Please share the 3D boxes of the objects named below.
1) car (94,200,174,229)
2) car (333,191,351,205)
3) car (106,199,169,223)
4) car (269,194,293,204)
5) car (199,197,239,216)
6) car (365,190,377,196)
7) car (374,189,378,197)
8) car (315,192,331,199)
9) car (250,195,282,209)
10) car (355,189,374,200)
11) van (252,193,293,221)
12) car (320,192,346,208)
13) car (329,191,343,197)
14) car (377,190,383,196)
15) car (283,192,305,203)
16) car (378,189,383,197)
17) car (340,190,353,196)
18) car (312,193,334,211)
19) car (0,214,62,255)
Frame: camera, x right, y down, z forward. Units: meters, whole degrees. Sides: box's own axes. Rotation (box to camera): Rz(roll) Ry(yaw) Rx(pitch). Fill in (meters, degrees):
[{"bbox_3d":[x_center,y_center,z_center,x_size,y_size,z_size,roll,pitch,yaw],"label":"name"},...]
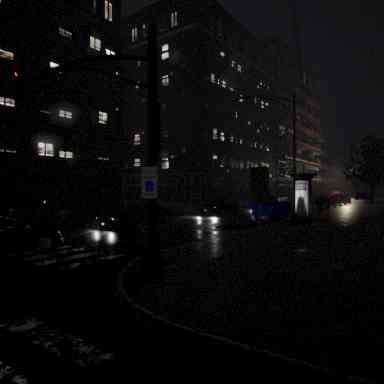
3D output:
[{"bbox_3d":[-3.335,1.321,20.343,2.033,1.411,5.357,0,1,36],"label":"car"},{"bbox_3d":[18.861,0.922,42.091,1.947,1.339,4.313,1,1,36],"label":"car"},{"bbox_3d":[-3.804,1.281,23.909,1.887,1.381,4.507,1,1,36],"label":"car"},{"bbox_3d":[12.601,0.931,46.885,1.802,1.307,4.206,1,1,36],"label":"car"},{"bbox_3d":[2.418,1.164,28.398,1.812,1.442,4.674,0,1,35],"label":"car"},{"bbox_3d":[44.241,0.215,82.067,1.994,1.385,4.181,0,1,36],"label":"car"},{"bbox_3d":[31.998,0.589,60.490,1.887,1.381,4.507,1,1,36],"label":"car"},{"bbox_3d":[25.724,0.620,65.265,1.802,1.307,4.206,1,1,36],"label":"car"},{"bbox_3d":[8.217,1.065,36.519,1.994,1.385,4.181,0,1,35],"label":"car"},{"bbox_3d":[28.714,0.563,55.888,1.967,1.590,4.097,1,1,36],"label":"car"},{"bbox_3d":[5.724,1.008,23.687,1.690,1.788,3.998,1,1,36],"label":"van"},{"bbox_3d":[15.576,0.979,37.490,1.887,1.381,4.507,1,1,36],"label":"car"},{"bbox_3d":[32.286,0.426,74.454,1.887,1.381,4.507,1,1,36],"label":"car"},{"bbox_3d":[45.135,0.314,78.889,1.802,1.307,4.206,1,1,36],"label":"car"},{"bbox_3d":[15.783,0.799,51.341,1.752,1.417,4.829,1,1,36],"label":"car"},{"bbox_3d":[41.851,0.355,74.289,1.887,1.381,4.507,1,1,36],"label":"car"},{"bbox_3d":[38.848,0.276,83.644,2.008,1.369,4.403,1,1,36],"label":"car"},{"bbox_3d":[12.292,1.077,32.891,1.947,1.339,4.313,1,1,36],"label":"car"},{"bbox_3d":[-6.654,1.422,10.787,1.837,1.490,4.892,0,1,36],"label":"car"}]
